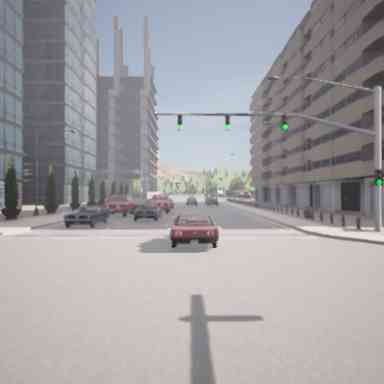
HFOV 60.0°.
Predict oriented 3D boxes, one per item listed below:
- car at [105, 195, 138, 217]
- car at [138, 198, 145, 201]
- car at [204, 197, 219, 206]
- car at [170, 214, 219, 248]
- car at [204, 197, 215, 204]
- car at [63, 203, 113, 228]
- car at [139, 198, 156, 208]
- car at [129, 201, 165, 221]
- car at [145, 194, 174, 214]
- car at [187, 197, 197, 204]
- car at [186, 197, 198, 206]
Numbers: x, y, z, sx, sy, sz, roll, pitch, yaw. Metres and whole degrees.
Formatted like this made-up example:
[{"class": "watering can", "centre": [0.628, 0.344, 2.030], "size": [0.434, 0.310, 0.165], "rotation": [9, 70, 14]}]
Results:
[{"class": "car", "centre": [-7.093, 1.284, 32.556], "size": [2.150, 2.045, 5.566], "rotation": [0, 0, 0]}, {"class": "car", "centre": [-7.036, 1.565, 42.360], "size": [1.882, 1.535, 5.008], "rotation": [0, 0, 1]}, {"class": "car", "centre": [3.489, 1.701, 56.940], "size": [1.895, 1.301, 4.718], "rotation": [0, 0, 0]}, {"class": "car", "centre": [0.096, 1.603, 14.832], "size": [1.895, 1.301, 4.718], "rotation": [0, 0, 0]}, {"class": "car", "centre": [3.487, 1.673, 66.972], "size": [2.033, 1.411, 5.357], "rotation": [0, 0, 0]}, {"class": "car", "centre": [-7.100, 1.639, 22.793], "size": [1.895, 1.301, 4.718], "rotation": [0, 0, 0]}, {"class": "car", "centre": [-7.011, 1.661, 52.622], "size": [2.033, 1.411, 5.357], "rotation": [0, 0, 0]}, {"class": "car", "centre": [-3.592, 1.643, 27.559], "size": [1.895, 1.301, 4.718], "rotation": [0, 0, 0]}, {"class": "car", "centre": [-3.576, 1.288, 37.320], "size": [2.150, 2.045, 5.566], "rotation": [0, 0, 0]}, {"class": "car", "centre": [-0.014, 1.697, 67.485], "size": [1.994, 1.385, 4.181], "rotation": [0, 0, 0]}, {"class": "car", "centre": [-0.011, 1.674, 57.552], "size": [1.994, 1.385, 4.181], "rotation": [0, 0, 0]}]
